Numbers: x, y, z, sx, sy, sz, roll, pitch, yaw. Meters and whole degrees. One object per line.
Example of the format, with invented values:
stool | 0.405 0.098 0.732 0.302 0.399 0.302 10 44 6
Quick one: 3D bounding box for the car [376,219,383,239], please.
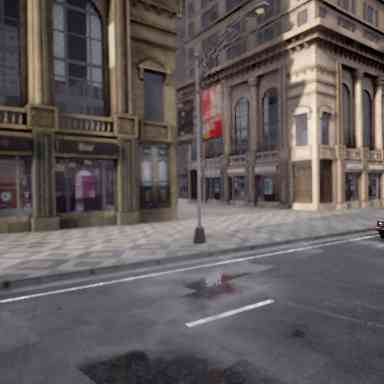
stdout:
car | 10.257 1.417 14.944 4.718 1.301 1.895 -1 0 -35
